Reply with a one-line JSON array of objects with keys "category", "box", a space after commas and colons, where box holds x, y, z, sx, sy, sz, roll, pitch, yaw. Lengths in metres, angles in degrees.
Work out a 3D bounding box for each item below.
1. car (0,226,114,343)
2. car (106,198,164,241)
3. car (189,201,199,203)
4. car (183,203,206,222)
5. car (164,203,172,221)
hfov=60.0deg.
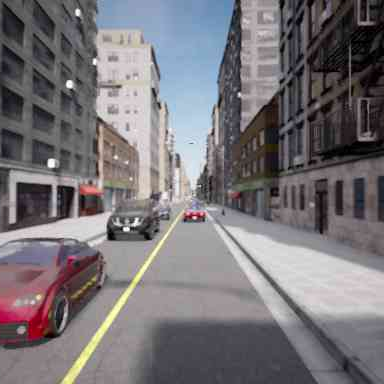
[{"category": "car", "box": [-3.085, 1.617, 6.590, 1.994, 1.385, 4.181, 0, -1, 0]}, {"category": "car", "box": [-3.019, 1.383, 18.102, 2.150, 2.045, 5.566, 0, -1, 0]}, {"category": "car", "box": [0.293, 2.020, 46.425, 1.812, 1.442, 4.674, 0, -1, 0]}, {"category": "car", "box": [0.223, 1.889, 29.779, 1.895, 1.301, 4.718, 0, -1, 0]}, {"category": "car", "box": [-2.873, 1.784, 30.883, 2.128, 1.511, 4.902, 0, -1, 0]}]
